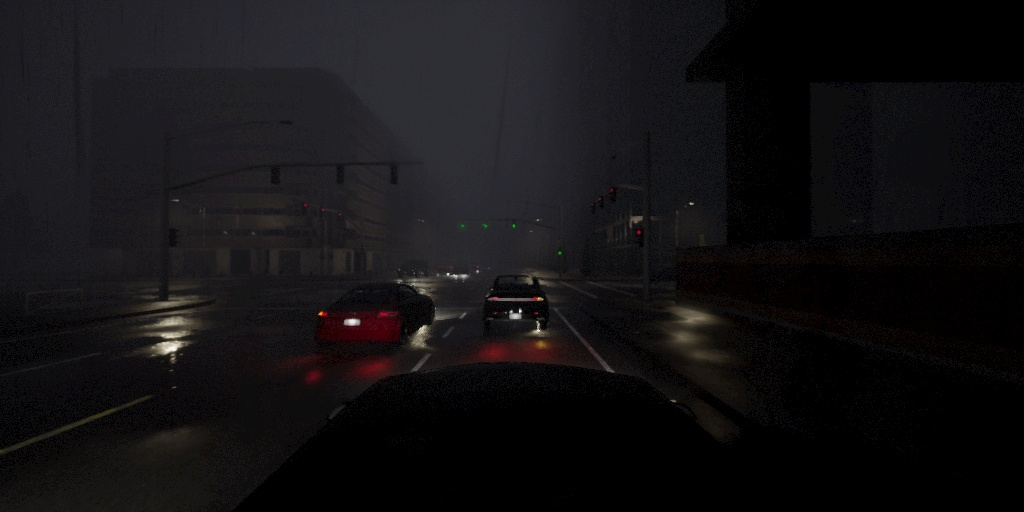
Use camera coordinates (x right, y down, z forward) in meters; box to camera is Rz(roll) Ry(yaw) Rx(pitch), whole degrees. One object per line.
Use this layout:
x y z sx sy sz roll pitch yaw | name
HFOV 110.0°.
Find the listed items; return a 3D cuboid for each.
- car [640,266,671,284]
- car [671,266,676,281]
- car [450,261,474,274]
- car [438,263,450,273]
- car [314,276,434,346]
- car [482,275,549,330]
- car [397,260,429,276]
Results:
14.004 1.668 32.183 4.902 1.511 2.128 0 -1 0 | car
15.841 1.627 28.677 4.902 1.511 2.128 0 -1 0 | car
-7.286 1.859 52.428 2.128 1.511 4.902 0 0 0 | car
-10.792 1.922 58.622 1.882 1.535 5.008 0 -1 1 | car
-3.433 1.412 9.704 1.994 1.385 4.181 0 -1 0 | car
0.130 1.363 11.643 2.128 1.511 4.902 0 -1 1 | car
-11.127 1.448 40.814 2.150 2.045 5.566 0 -1 4 | car
